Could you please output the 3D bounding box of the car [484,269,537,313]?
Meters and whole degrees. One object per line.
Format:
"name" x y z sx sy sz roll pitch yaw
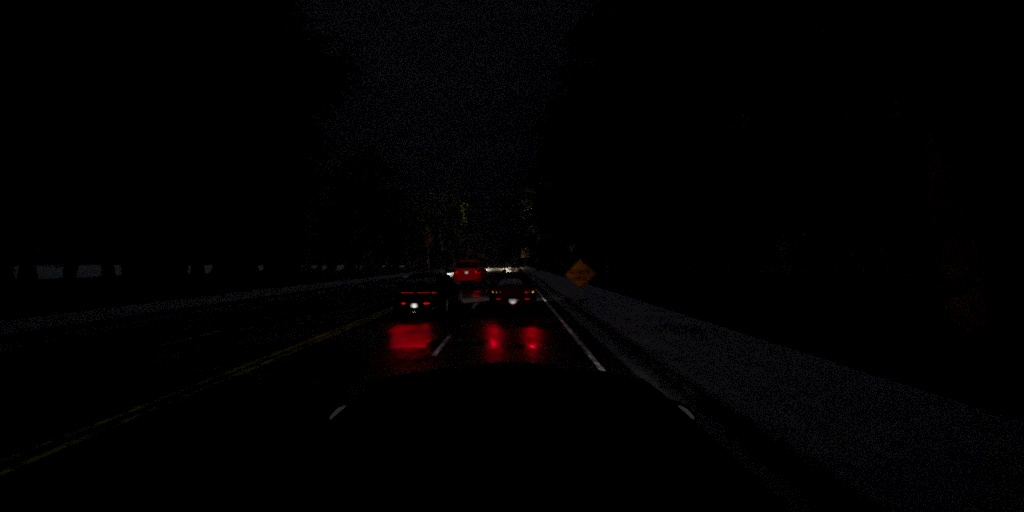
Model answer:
"car" 0.051 1.432 14.873 1.812 1.442 4.674 0 0 1

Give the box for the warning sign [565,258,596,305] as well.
"warning sign" 2.854 1.021 14.821 1.300 1.860 1.060 0 0 0

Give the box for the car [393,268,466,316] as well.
"car" -3.204 1.405 14.252 1.837 1.490 4.892 0 0 0

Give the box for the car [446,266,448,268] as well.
"car" -9.790 2.000 59.449 2.128 1.511 4.902 0 -1 1

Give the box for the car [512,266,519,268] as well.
"car" 0.044 1.680 28.619 1.895 1.301 4.718 0 -1 0

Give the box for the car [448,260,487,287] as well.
"car" -3.211 1.296 28.102 2.150 2.045 5.566 0 0 0
